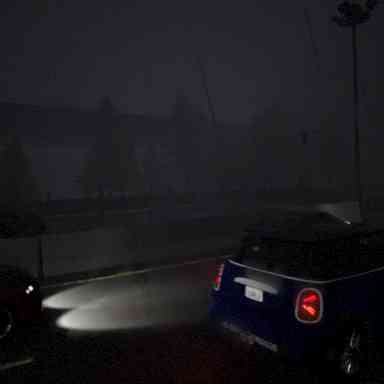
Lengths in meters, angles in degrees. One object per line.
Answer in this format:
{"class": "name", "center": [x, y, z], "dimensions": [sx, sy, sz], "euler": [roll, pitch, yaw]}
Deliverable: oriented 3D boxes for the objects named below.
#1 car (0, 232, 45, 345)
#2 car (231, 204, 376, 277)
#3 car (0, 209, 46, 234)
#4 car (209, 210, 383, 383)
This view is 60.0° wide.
{"class": "car", "center": [-4.461, 1.561, 4.871], "dimensions": [4.181, 1.385, 1.994], "euler": [1, 0, -35]}
{"class": "car", "center": [3.790, 1.333, 10.814], "dimensions": [5.008, 1.535, 1.882], "euler": [-3, 2, -36]}
{"class": "car", "center": [-9.102, 1.505, 14.703], "dimensions": [4.902, 1.511, 2.128], "euler": [0, 0, -36]}
{"class": "car", "center": [2.534, 1.314, 5.589], "dimensions": [4.553, 1.767, 2.097], "euler": [-1, 1, -36]}
